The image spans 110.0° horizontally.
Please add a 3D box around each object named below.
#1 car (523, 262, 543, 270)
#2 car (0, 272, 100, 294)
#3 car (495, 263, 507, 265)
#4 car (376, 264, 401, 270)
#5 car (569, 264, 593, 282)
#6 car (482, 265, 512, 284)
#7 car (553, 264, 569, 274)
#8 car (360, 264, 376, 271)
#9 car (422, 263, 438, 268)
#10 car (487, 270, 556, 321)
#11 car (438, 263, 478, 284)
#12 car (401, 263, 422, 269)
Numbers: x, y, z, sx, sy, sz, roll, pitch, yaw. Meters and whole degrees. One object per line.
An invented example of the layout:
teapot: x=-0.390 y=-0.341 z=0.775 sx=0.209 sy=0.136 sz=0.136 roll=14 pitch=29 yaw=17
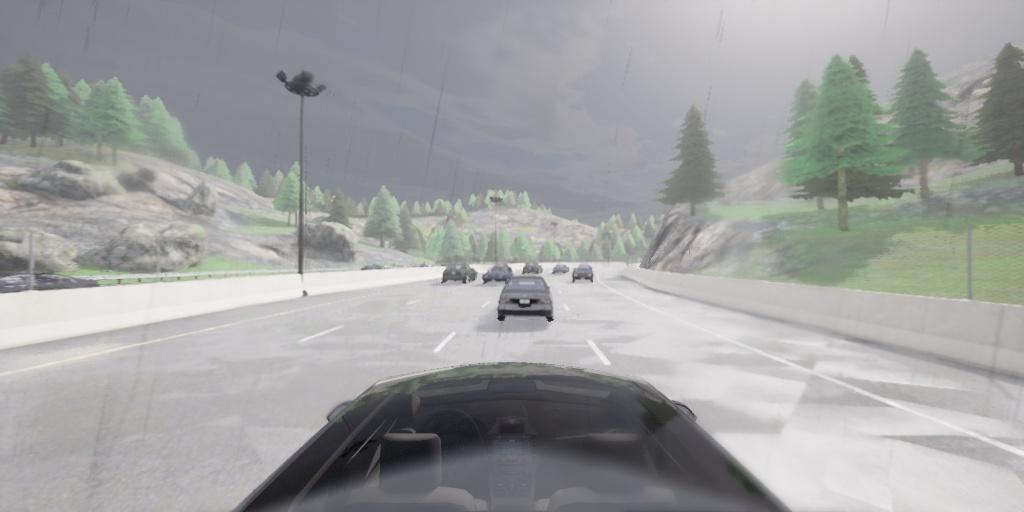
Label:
car: x=2.898 y=1.622 z=49.227 sx=2.097 sy=1.767 sz=4.553 roll=0 pitch=-1 yaw=15
car: x=-17.223 y=1.312 z=12.093 sx=2.128 sy=1.511 sz=4.902 roll=0 pitch=-1 yaw=3
car: x=-1.314 y=1.713 z=46.900 sx=1.882 sy=1.535 sz=5.008 roll=0 pitch=0 yaw=14
car: x=-17.790 y=1.872 z=53.888 sx=1.895 sy=1.301 sz=4.718 roll=0 pitch=-1 yaw=15
car: x=6.523 y=1.709 z=33.421 sx=1.895 sy=1.301 sz=4.718 roll=0 pitch=-1 yaw=10
car: x=-1.108 y=1.656 z=30.155 sx=1.895 sy=1.301 sz=4.718 roll=0 pitch=-1 yaw=9
car: x=7.137 y=1.857 z=51.857 sx=2.033 sy=1.411 sz=5.357 roll=0 pitch=-1 yaw=16
car: x=-21.178 y=1.835 z=54.696 sx=1.994 sy=1.385 sz=4.181 roll=0 pitch=-1 yaw=15
car: x=-10.894 y=1.800 z=52.593 sx=1.812 sy=1.442 sz=4.674 roll=0 pitch=-1 yaw=15
car: x=0.537 y=1.422 z=13.126 sx=2.033 sy=1.411 sz=5.357 roll=0 pitch=-1 yaw=4
car: x=-4.447 y=1.409 z=31.159 sx=2.097 sy=1.767 sz=4.553 roll=0 pitch=-1 yaw=9
car: x=-14.204 y=1.804 z=53.777 sx=1.812 sy=1.442 sz=4.674 roll=0 pitch=-1 yaw=15
